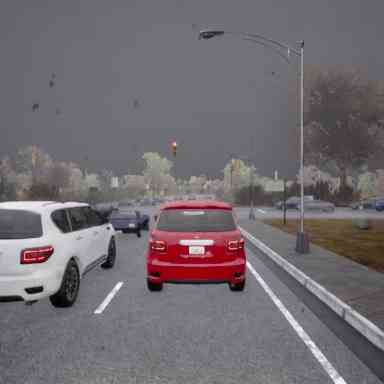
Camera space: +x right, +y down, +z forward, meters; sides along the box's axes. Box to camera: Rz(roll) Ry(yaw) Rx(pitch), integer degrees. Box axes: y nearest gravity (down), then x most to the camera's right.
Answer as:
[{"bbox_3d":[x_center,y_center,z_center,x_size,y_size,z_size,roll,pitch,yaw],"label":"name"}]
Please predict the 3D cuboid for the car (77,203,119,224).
[{"bbox_3d":[-7.123,1.600,25.743,1.895,1.301,4.718,0,0,0],"label":"car"}]

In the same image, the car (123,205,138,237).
[{"bbox_3d":[-3.415,1.600,17.837,1.895,1.301,4.718,0,0,0],"label":"car"}]

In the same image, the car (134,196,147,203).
[{"bbox_3d":[-10.568,1.561,68.088,1.994,1.385,4.181,0,0,0],"label":"car"}]

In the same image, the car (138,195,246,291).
[{"bbox_3d":[0.090,1.221,9.131,2.150,2.045,5.566,0,0,0],"label":"car"}]

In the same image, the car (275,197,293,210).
[{"bbox_3d":[12.594,1.350,41.060,4.553,1.767,2.097,0,0,3],"label":"car"}]

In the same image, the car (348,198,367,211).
[{"bbox_3d":[21.725,1.497,40.569,4.892,1.490,1.837,0,0,3],"label":"car"}]

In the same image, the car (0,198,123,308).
[{"bbox_3d":[-3.407,1.221,8.069,2.150,2.045,5.566,0,0,0],"label":"car"}]

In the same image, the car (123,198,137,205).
[{"bbox_3d":[-10.657,1.598,54.423,1.895,1.301,4.718,0,0,1],"label":"car"}]

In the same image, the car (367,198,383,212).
[{"bbox_3d":[23.079,1.211,36.990,5.566,2.045,2.150,0,0,3],"label":"car"}]

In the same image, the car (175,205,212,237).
[{"bbox_3d":[0.084,1.525,18.824,1.812,1.442,4.674,0,0,0],"label":"car"}]

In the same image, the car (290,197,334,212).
[{"bbox_3d":[13.743,1.562,37.491,4.181,1.385,1.994,0,0,3],"label":"car"}]

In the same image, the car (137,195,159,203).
[{"bbox_3d":[-7.124,1.350,54.364,2.097,1.767,4.553,0,0,0],"label":"car"}]

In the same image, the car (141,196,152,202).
[{"bbox_3d":[-10.572,1.549,78.021,1.994,1.385,4.181,0,0,0],"label":"car"}]

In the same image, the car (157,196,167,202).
[{"bbox_3d":[-7.072,1.592,78.651,1.895,1.301,4.718,0,0,0],"label":"car"}]
